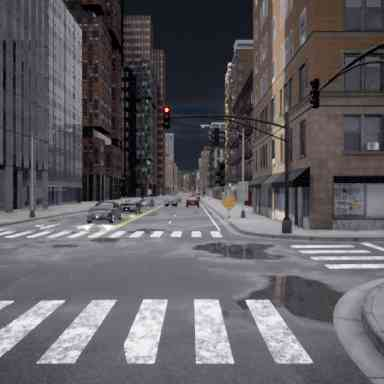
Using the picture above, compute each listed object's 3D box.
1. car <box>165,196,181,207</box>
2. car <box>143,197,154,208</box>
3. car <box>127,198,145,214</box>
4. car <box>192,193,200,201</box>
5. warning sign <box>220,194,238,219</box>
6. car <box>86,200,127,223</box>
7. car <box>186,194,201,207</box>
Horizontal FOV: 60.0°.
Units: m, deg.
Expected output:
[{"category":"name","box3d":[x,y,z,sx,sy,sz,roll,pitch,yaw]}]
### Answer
[{"category":"car","box3d":[-3.141,1.614,51.992,1.895,1.301,4.718,0,0,0]},{"category":"car","box3d":[-6.571,1.503,48.078,2.128,1.511,4.902,0,0,0]},{"category":"car","box3d":[-6.596,1.570,35.414,1.994,1.385,4.181,0,0,0]},{"category":"car","box3d":[0.990,1.267,85.720,2.150,2.045,5.566,0,0,0]},{"category":"warning sign","box3d":[2.858,1.118,25.685,1.300,1.860,1.060,0,0,0]},{"category":"car","box3d":[-6.595,1.507,25.490,1.837,1.490,4.892,0,0,0]},{"category":"car","box3d":[0.108,1.490,50.374,1.882,1.535,5.008,0,0,0]}]
